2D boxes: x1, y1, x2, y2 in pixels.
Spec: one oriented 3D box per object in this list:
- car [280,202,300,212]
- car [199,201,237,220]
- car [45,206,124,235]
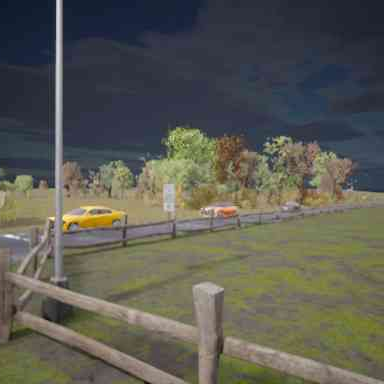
[{"bbox_3d":[14.633,2.192,49.303,1.812,1.442,4.674,1,0,36],"label":"car"},{"bbox_3d":[2.592,1.718,32.702,2.097,1.767,4.553,1,0,36],"label":"car"},{"bbox_3d":[-6.349,1.625,20.264,1.882,1.535,5.008,1,0,36],"label":"car"}]
